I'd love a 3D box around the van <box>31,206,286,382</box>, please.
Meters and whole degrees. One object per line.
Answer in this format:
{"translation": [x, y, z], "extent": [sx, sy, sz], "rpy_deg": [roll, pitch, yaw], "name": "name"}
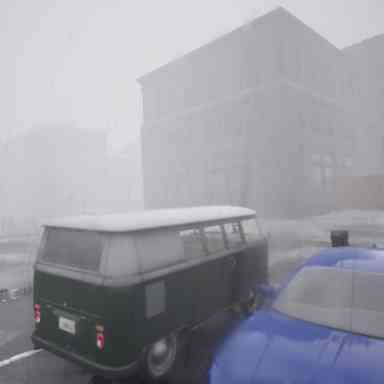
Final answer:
{"translation": [-0.179, 1.265, 5.589], "extent": [1.878, 1.987, 4.442], "rpy_deg": [-1, 0, 36], "name": "van"}
